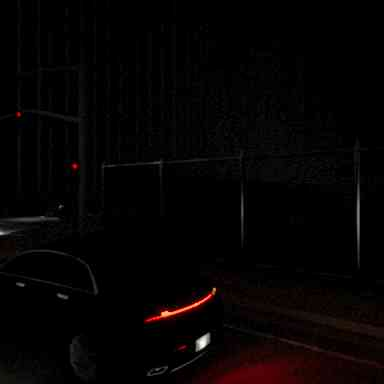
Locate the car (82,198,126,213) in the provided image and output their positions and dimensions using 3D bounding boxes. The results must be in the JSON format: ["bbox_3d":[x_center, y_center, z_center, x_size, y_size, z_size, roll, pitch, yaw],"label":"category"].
[{"bbox_3d":[-9.721,1.421,36.956,1.812,1.442,4.674,0,0,36],"label":"car"}]

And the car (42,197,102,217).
[{"bbox_3d":[-10.516,1.253,29.866,2.097,1.767,4.553,0,0,36],"label":"car"}]

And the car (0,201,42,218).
[{"bbox_3d":[-15.065,1.496,29.528,1.895,1.301,4.718,0,0,36],"label":"car"}]

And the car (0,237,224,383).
[{"bbox_3d":[-1.842,1.498,5.308,4.892,1.490,1.837,0,0,36],"label":"car"}]
